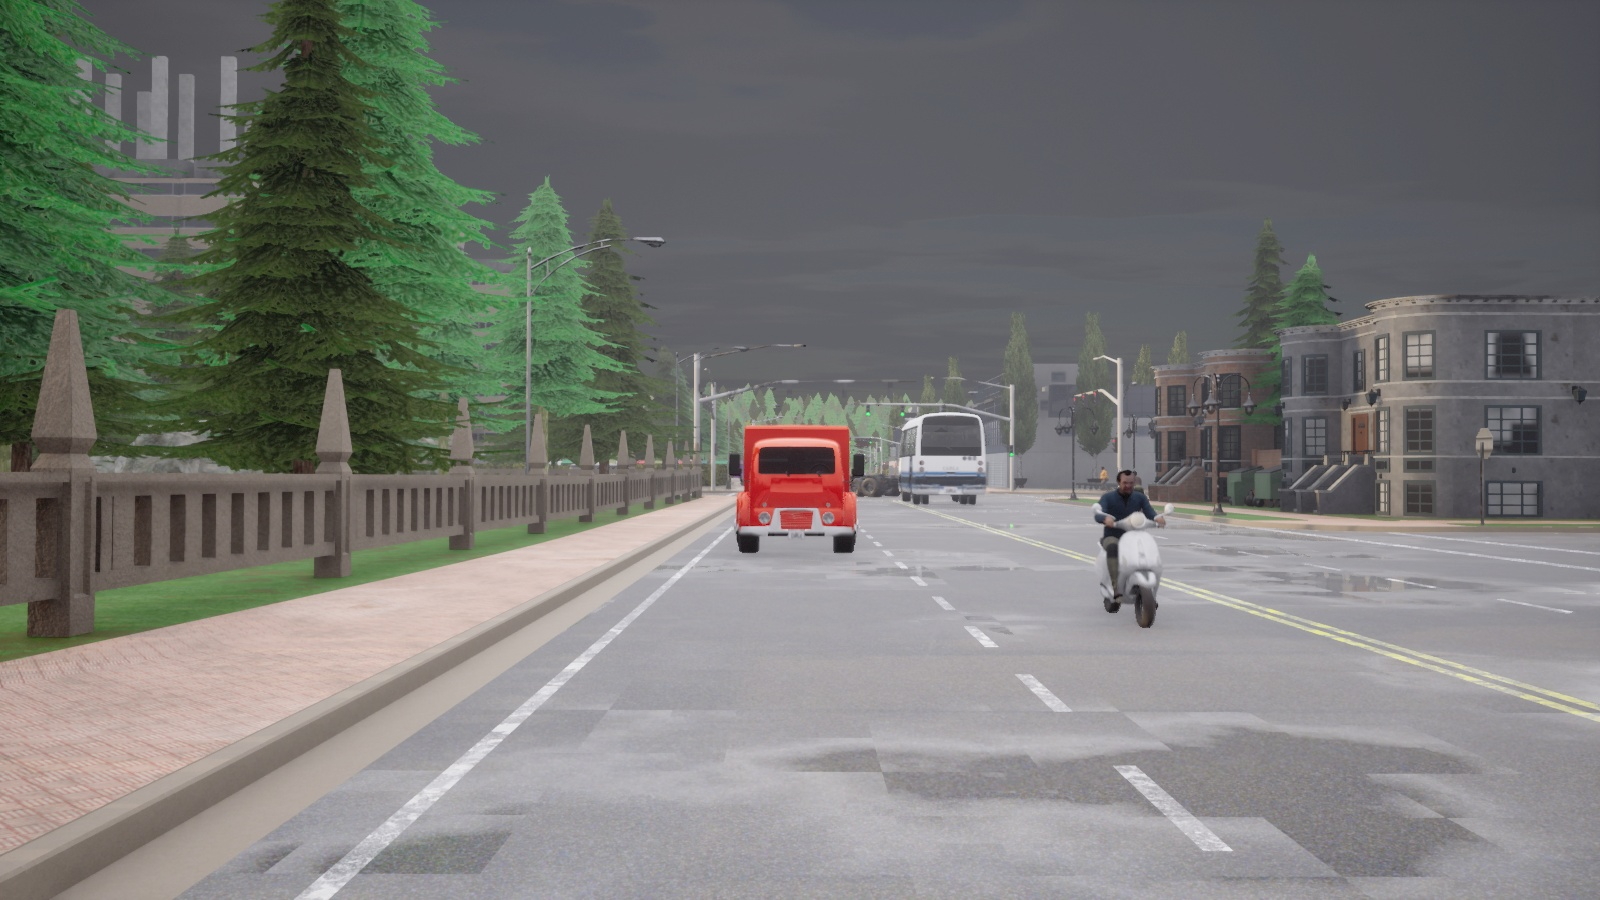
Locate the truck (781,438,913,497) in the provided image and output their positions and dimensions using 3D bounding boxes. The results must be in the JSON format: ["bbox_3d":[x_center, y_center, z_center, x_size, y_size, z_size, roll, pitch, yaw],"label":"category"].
[{"bbox_3d":[2.830,1.123,77.726,7.936,3.462,2.891,-1,-1,38],"label":"truck"}]

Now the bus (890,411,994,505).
[{"bbox_3d":[6.837,0.457,62.461,3.944,4.253,10.273,0,-1,0],"label":"bus"}]

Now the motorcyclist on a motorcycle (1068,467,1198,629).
[{"bbox_3d":[3.466,0.976,13.254,0.866,1.590,1.817,0,-1,0],"label":"motorcyclist on a motorcycle"}]

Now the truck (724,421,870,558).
[{"bbox_3d":[-0.066,0.751,25.239,2.627,2.467,5.204,0,-1,0],"label":"truck"}]
